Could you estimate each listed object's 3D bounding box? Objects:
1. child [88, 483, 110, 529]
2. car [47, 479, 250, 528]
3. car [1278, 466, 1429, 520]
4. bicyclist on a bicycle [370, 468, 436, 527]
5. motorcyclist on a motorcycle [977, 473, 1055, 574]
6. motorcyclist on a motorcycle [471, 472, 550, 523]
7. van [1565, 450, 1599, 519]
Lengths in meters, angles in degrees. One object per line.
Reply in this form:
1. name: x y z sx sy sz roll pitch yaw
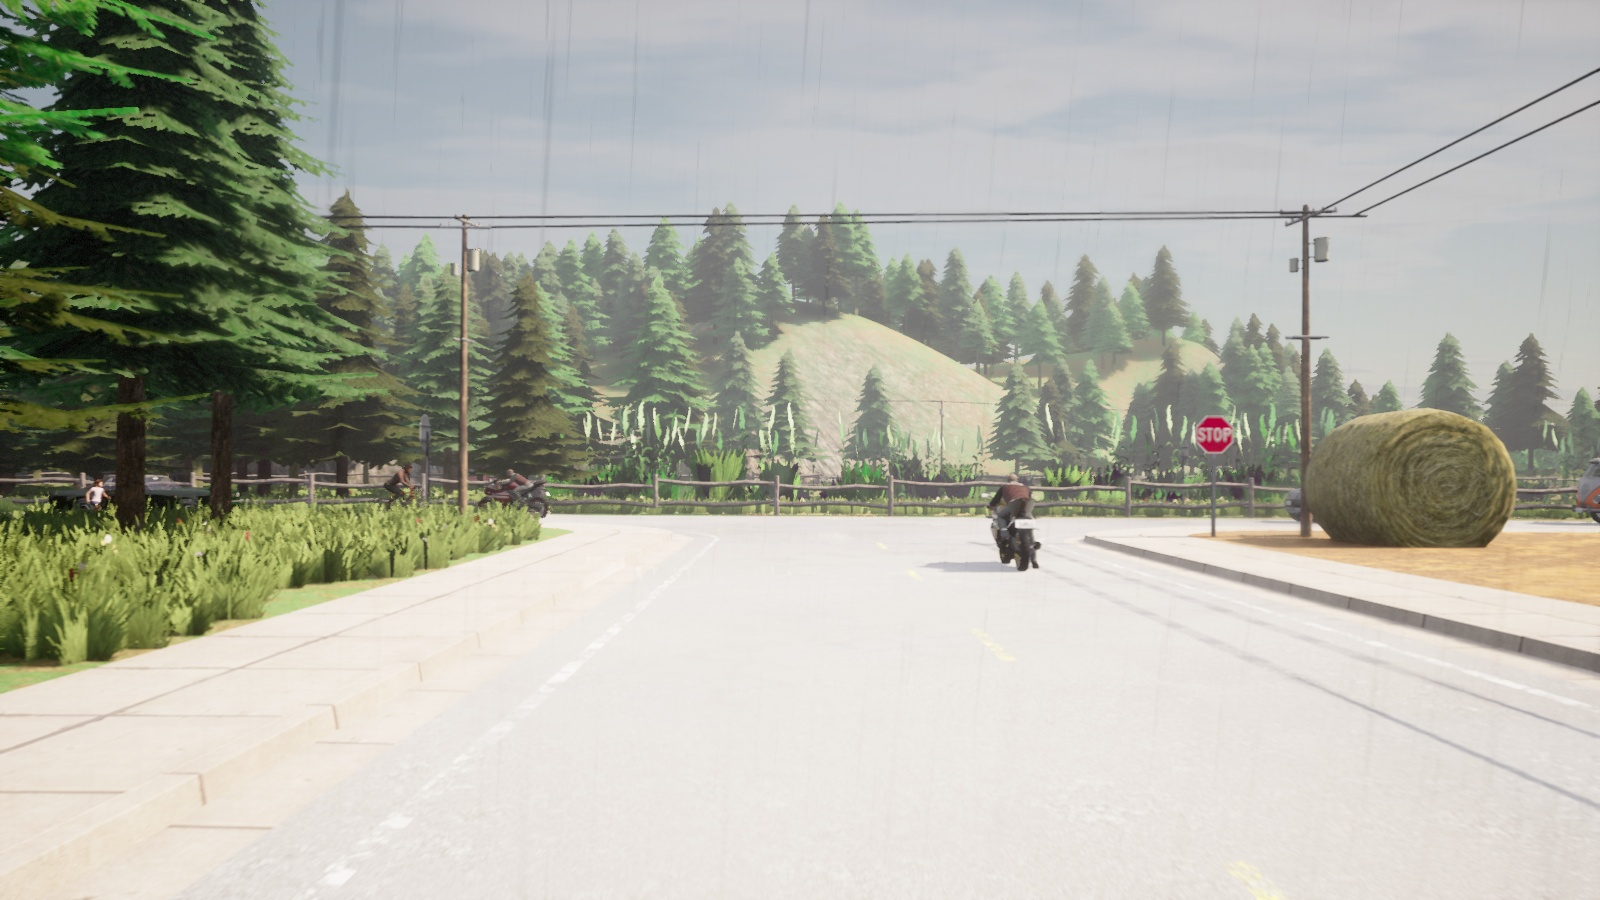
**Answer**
1. child: -16.989 1.348 30.426 0.394 1.110 0.255 0 -1 2
2. car: -18.209 1.486 35.247 4.718 1.301 1.895 0 -1 2
3. car: 16.325 1.255 37.173 3.705 1.549 1.789 0 -1 3
4. bicyclist on a bicycle: -11.035 1.305 34.929 1.656 1.620 0.582 0 -1 3
5. motorcyclist on a motorcycle: 3.449 1.142 20.281 0.866 1.530 2.191 0 -1 0
6. motorcyclist on a motorcycle: -8.826 1.430 38.330 2.191 1.530 0.866 0 -1 3
7. van: 25.181 0.988 36.767 4.442 1.987 1.775 0 -1 3
